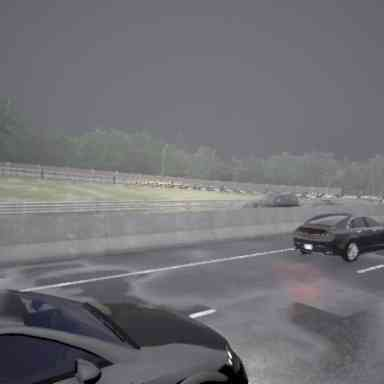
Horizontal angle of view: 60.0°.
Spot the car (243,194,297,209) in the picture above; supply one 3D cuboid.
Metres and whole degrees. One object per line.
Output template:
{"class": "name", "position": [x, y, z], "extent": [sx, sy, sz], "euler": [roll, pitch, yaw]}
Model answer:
{"class": "car", "position": [7.734, 1.241, 31.004], "extent": [5.566, 2.045, 2.150], "euler": [0, 0, -35]}

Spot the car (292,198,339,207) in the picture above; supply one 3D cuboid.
{"class": "car", "position": [11.332, 1.527, 29.270], "extent": [4.892, 1.490, 1.837], "euler": [0, 0, -35]}

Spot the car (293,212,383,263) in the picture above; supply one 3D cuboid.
{"class": "car", "position": [5.725, 1.514, 12.130], "extent": [4.892, 1.490, 1.837], "euler": [0, 0, -35]}

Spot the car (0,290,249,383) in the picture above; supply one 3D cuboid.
{"class": "car", "position": [-1.518, 1.564, 2.662], "extent": [4.181, 1.385, 1.994], "euler": [0, 0, -36]}
